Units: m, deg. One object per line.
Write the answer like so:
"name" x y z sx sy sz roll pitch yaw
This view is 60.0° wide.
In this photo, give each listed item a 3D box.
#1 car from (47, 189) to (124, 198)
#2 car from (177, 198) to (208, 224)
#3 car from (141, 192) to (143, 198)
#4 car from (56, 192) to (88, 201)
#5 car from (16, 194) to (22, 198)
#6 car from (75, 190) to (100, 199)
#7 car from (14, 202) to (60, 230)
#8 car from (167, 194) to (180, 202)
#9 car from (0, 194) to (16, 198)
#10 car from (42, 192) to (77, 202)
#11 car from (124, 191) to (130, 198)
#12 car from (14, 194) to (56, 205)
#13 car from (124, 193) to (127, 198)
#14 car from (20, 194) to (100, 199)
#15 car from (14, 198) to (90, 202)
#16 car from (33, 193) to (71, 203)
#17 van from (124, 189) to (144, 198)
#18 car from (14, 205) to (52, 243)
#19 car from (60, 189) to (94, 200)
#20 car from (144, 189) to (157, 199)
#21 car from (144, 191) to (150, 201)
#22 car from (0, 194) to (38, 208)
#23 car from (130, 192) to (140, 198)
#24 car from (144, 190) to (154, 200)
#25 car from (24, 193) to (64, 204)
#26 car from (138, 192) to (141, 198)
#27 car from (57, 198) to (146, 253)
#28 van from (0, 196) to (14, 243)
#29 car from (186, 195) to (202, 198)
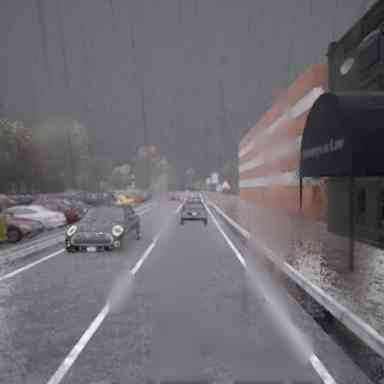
"car" -9.303 0.993 29.442 5.566 2.045 2.435 0 1 0
"car" 0.136 1.404 23.484 2.033 1.411 5.357 0 1 0
"car" -9.240 1.072 43.573 4.674 1.452 2.002 0 1 0
"car" -21.783 0.774 60.469 4.892 1.521 2.231 0 1 0
"car" -21.855 0.992 37.756 4.553 1.767 2.185 0 1 0
"car" -21.695 0.501 68.945 4.553 1.767 2.185 0 0 0
"car" -9.298 1.454 18.145 4.674 1.452 2.002 0 1 0
"car" -3.031 0.980 55.959 1.994 1.385 4.181 0 1 1
"car" -21.836 1.160 34.935 5.008 1.535 2.097 0 1 0
"car" -21.781 0.862 54.823 4.892 1.521 2.231 0 1 0
"car" -9.293 1.033 35.095 4.553 1.767 2.185 0 1 0
"car" -21.834 1.018 46.352 4.792 1.488 2.163 0 1 0
"car" -9.454 1.199 32.271 5.366 1.575 1.946 0 1 0
"car" -9.319 1.204 23.793 4.553 1.767 2.185 0 1 0
"car" -9.289 1.371 20.969 5.008 1.535 2.097 0 1 0
"car" -21.787 0.904 51.999 5.008 1.535 2.097 0 1 0
"van" -9.353 0.763 46.395 4.442 1.987 1.878 0 1 0
"car" -9.310 1.492 15.310 4.674 1.452 2.002 0 1 0
"car" -21.743 0.479 63.164 5.566 2.045 2.435 0 1 0
"car" -9.198 0.774 60.524 5.008 1.535 2.097 0 1 0
"car" -9.200 0.976 49.224 4.792 1.488 2.163 0 1 0
"car" -21.813 1.075 40.581 5.008 1.535 2.097 0 1 0
"car" -9.070 1.114 37.921 5.366 1.575 1.946 0 1 0
"car" -9.214 0.901 54.875 4.674 1.452 2.002 0 1 0
"car" -21.793 0.946 49.176 5.008 1.535 2.097 0 1 0
"car" -9.435 1.071 40.748 5.366 1.575 1.946 0 1 0
"car" -3.341 1.300 13.320 2.097 1.767 4.553 0 0 0
"van" -9.431 1.243 12.352 4.442 1.987 1.878 0 0 0
"car" 0.251 1.094 42.395 2.128 1.511 4.902 0 1 0
